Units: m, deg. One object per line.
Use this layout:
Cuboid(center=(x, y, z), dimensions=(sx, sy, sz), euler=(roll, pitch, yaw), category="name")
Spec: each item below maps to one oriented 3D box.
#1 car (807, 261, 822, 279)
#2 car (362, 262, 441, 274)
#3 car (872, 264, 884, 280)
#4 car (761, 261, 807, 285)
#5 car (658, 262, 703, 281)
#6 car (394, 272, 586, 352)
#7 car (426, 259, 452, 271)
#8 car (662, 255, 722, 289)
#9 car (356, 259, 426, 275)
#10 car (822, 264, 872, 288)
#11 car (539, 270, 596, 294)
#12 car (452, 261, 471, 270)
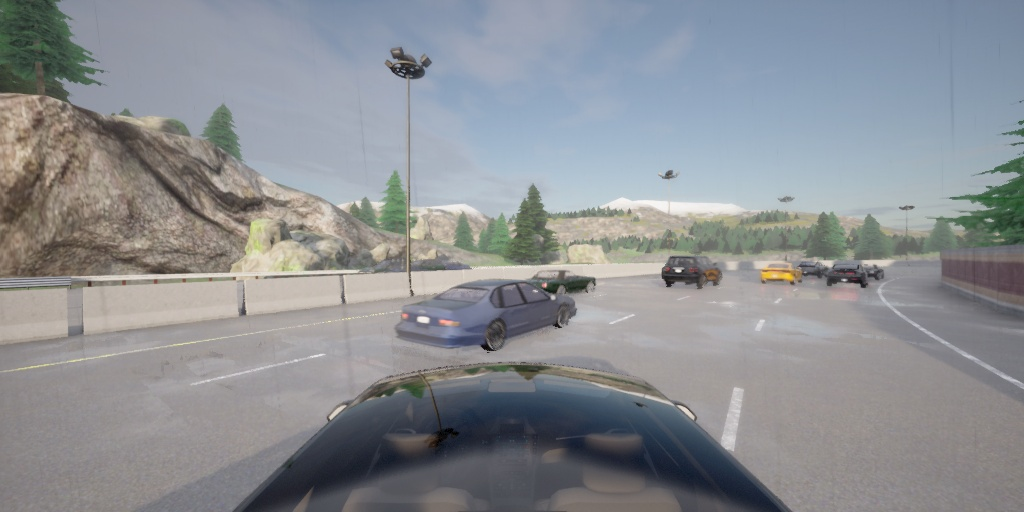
Cuboid(center=(27.777, 1.241, 33.140), dimensions=(4.902, 1.511, 2.128), euler=(0, 0, -39), category="car")
Cuboid(center=(-7.097, 1.314, 23.297), dimensions=(1.994, 1.385, 4.181), euler=(0, 0, 39), category="car")
Cuboid(center=(30.464, 1.351, 30.832), dimensions=(4.718, 1.301, 1.895), euler=(0, 0, -39), category="car")
Cuboid(center=(19.817, 1.228, 26.289), dimensions=(5.008, 1.535, 1.882), euler=(0, 0, -44), category="car")
Cuboid(center=(14.703, 1.254, 31.103), dimensions=(4.892, 1.490, 1.837), euler=(0, 0, -43), category="car")
Cuboid(center=(-0.278, 1.297, 9.046), dimensions=(2.033, 1.411, 5.357), euler=(0, 0, 36), category="car")
Cuboid(center=(-8.230, 1.102, 32.811), dimensions=(2.097, 1.767, 4.553), euler=(0, 0, 42), category="car")
Cuboid(center=(11.847, 0.974, 23.412), dimensions=(2.150, 2.045, 5.566), euler=(0, 0, 44), category="car")
Cuboid(center=(-9.074, 1.102, 26.408), dimensions=(2.097, 1.767, 4.553), euler=(0, 0, 40), category="car")
Cuboid(center=(22.509, 1.255, 24.018), dimensions=(4.892, 1.490, 1.837), euler=(0, 0, -43), category="car")
Cuboid(center=(2.443, 1.351, 18.153), dimensions=(1.895, 1.301, 4.718), euler=(0, 0, 40), category="car")
Cuboid(center=(-7.014, 1.297, 39.409), dimensions=(2.033, 1.411, 5.357), euler=(0, 0, 43), category="car")
